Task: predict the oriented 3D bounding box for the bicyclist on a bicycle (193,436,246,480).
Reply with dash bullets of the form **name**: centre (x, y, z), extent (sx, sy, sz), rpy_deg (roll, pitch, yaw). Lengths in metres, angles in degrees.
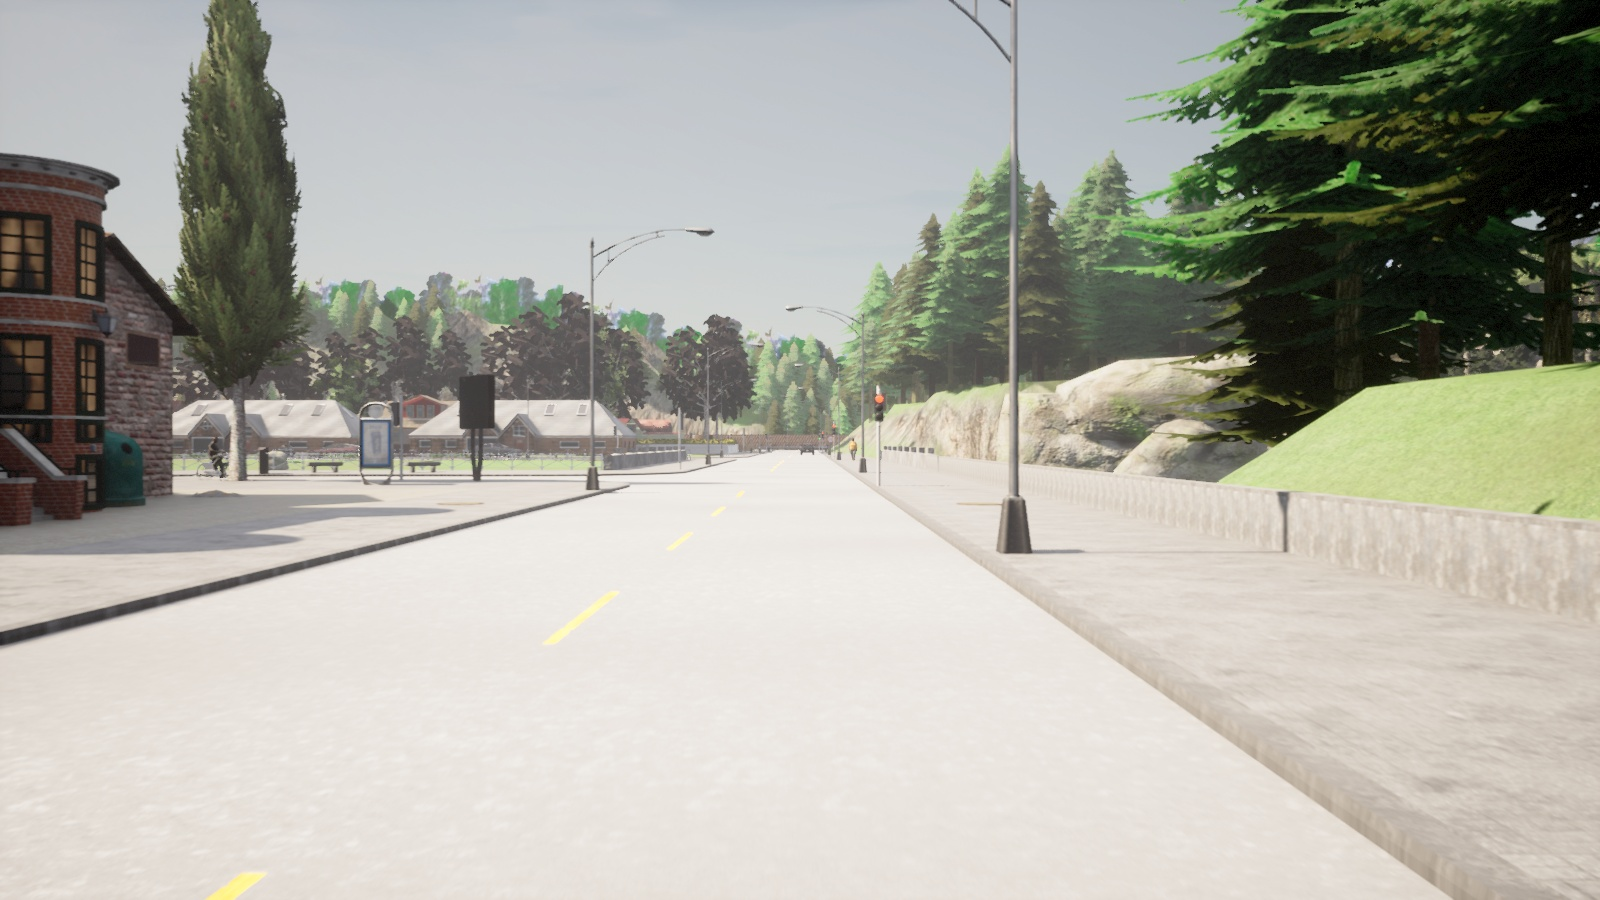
- **bicyclist on a bicycle**: centre (-23.165, 0.316, 50.126), extent (1.843, 1.776, 0.659), rpy_deg (0, 0, 0)
